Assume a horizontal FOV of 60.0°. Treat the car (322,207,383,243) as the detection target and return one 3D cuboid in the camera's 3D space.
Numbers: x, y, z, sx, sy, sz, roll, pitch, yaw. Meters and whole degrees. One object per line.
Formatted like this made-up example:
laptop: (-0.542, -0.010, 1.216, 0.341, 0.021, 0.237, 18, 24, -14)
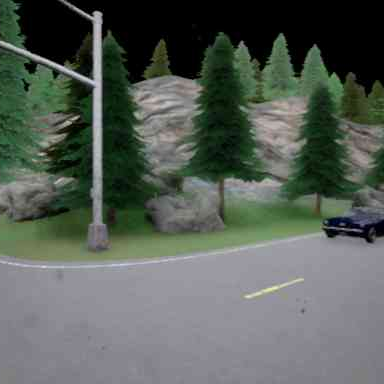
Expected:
car: (7.721, 1.358, 14.794, 4.718, 1.301, 1.895, -1, 1, -41)
